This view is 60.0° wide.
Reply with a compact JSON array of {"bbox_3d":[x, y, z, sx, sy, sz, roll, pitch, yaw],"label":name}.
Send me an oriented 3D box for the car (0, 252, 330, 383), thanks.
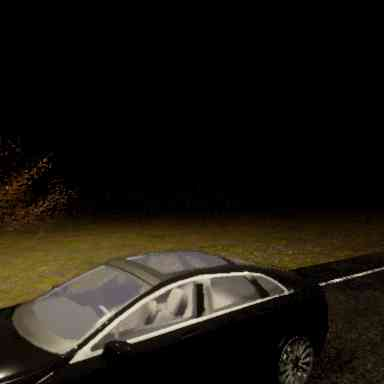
[{"bbox_3d":[-0.485,1.506,3.644,4.902,1.511,2.128,1,0,-36],"label":"car"}]
